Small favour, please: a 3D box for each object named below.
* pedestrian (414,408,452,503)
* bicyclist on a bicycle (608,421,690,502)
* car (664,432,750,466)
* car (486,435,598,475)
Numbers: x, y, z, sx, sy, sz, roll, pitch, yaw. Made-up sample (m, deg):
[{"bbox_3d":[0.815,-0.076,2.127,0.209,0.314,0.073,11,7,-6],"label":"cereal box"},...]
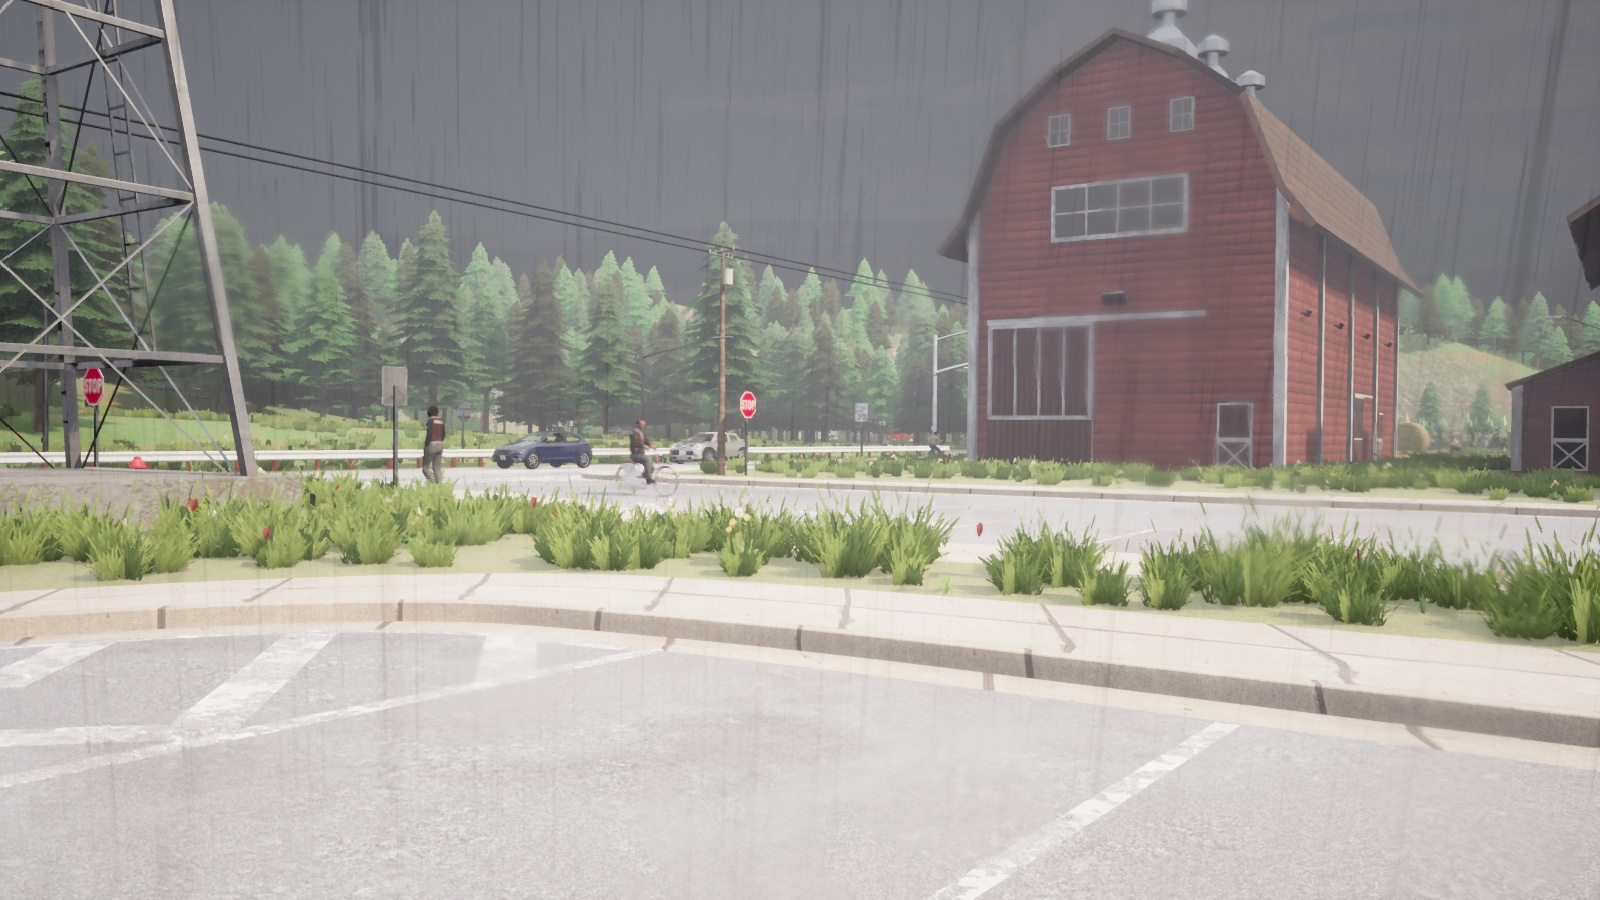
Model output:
[{"bbox_3d":[-7.572,0.101,25.919,0.666,1.930,0.402,0,1,36],"label":"pedestrian"},{"bbox_3d":[-3.423,0.245,28.385,1.843,1.776,0.659,0,1,34],"label":"bicyclist on a bicycle"},{"bbox_3d":[-4.206,-0.048,57.325,1.970,1.475,3.806,0,1,34],"label":"car"},{"bbox_3d":[-9.974,0.169,48.828,1.816,1.474,4.193,0,1,34],"label":"car"}]
